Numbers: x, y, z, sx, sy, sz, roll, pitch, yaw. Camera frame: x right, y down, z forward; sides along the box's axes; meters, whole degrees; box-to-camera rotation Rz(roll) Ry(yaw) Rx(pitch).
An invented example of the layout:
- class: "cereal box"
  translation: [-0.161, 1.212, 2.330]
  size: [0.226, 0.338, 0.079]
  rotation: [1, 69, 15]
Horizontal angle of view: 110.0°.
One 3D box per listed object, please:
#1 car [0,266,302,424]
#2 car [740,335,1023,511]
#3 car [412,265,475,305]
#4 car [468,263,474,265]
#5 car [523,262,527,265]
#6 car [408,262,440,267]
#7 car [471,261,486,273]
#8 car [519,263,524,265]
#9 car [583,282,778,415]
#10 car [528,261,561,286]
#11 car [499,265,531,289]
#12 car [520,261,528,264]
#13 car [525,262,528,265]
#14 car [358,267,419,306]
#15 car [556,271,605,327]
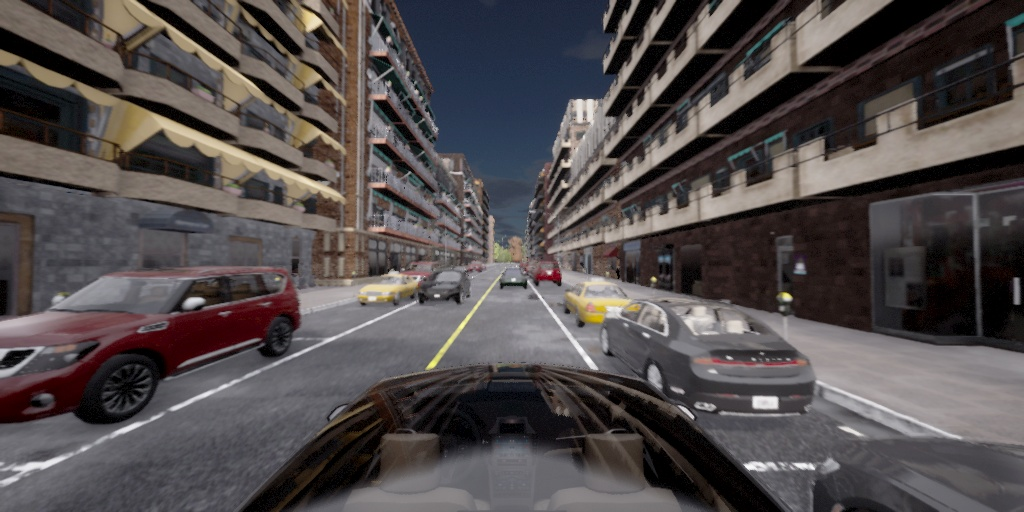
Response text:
- class: "car"
  translation: [-5.689, 1.112, 6.030]
  size: [2.192, 1.841, 5.009]
  rotation: [0, 0, 0]
- class: "car"
  translation: [2.692, 1.287, 0.430]
  size: [2.007, 1.370, 4.403]
  rotation: [0, 0, 0]
- class: "car"
  translation: [-3.101, 1.399, 17.322]
  size: [1.882, 1.535, 5.008]
  rotation: [0, -1, 0]
- class: "car"
  translation: [-5.690, 1.734, 39.436]
  size: [1.948, 1.339, 4.313]
  rotation: [0, 0, 0]
- class: "car"
  translation: [2.691, 1.775, 44.969]
  size: [1.888, 1.381, 4.507]
  rotation: [0, 0, 0]
- class: "car"
  translation: [-5.690, 1.296, 22.733]
  size: [2.192, 1.841, 5.009]
  rotation: [0, 0, 0]
- class: "car"
  translation: [-5.690, 1.671, 56.137]
  size: [2.192, 1.841, 5.009]
  rotation: [0, 0, 0]
- class: "car"
  translation: [0.101, 1.755, 38.184]
  size: [1.895, 1.301, 4.718]
  rotation: [0, -1, 0]
- class: "car"
  translation: [2.692, 1.347, 5.997]
  size: [2.007, 1.370, 4.403]
  rotation: [0, 0, 0]
- class: "car"
  translation: [2.691, 1.358, 28.267]
  size: [2.192, 1.841, 5.009]
  rotation: [0, 0, 0]
- class: "car"
  translation: [0.100, 1.581, 25.932]
  size: [1.994, 1.385, 4.181]
  rotation: [0, -1, 0]
- class: "car"
  translation: [2.690, 1.608, 50.536]
  size: [2.192, 1.841, 5.009]
  rotation: [0, 0, 0]
- class: "car"
  translation: [2.691, 1.718, 39.402]
  size: [2.007, 1.370, 4.403]
  rotation: [0, 0, 0]
- class: "car"
  translation: [-5.690, 1.445, 16.995]
  size: [1.751, 1.417, 4.829]
  rotation: [0, 0, 0]
- class: "car"
  translation: [2.692, 1.384, 11.734]
  size: [1.751, 1.417, 4.829]
  rotation: [0, 0, 0]
